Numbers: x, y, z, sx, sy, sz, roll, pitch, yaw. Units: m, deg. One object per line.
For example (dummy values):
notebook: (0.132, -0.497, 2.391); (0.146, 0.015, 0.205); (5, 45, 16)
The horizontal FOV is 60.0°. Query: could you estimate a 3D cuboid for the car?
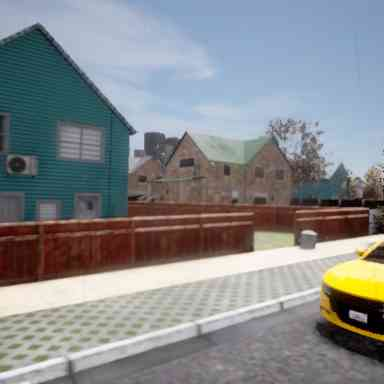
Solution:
car: (4.421, 1.528, 6.224); (5.008, 1.535, 1.882); (0, 0, -35)
